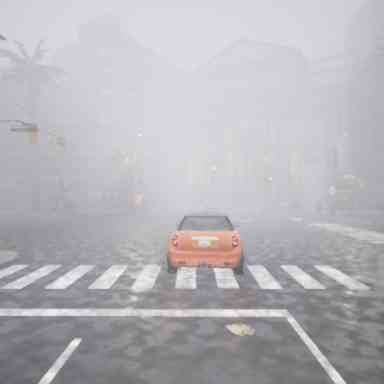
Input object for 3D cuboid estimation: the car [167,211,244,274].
[{"bbox_3d":[0.510,1.376,10.865,2.097,1.767,4.553,0,0,5],"label":"car"}]
